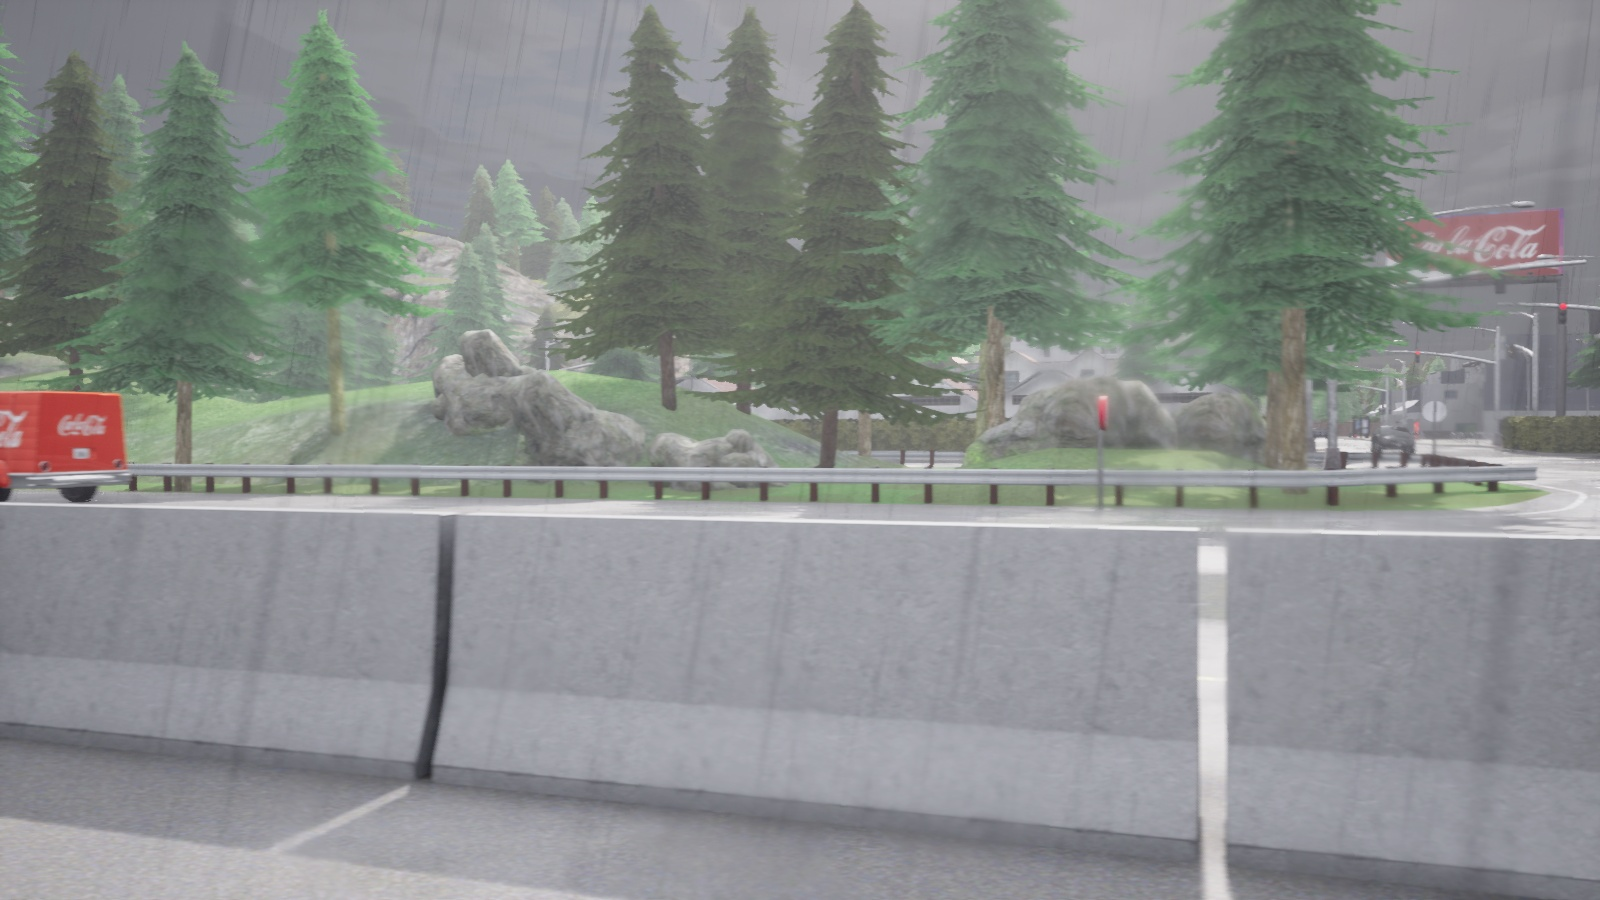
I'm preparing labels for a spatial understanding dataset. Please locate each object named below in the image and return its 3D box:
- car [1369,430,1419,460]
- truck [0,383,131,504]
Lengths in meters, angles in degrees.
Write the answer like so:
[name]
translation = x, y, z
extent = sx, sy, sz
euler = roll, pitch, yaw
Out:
[car]
translation = 31.748, -0.303, 67.272
extent = 1.837, 1.490, 4.892
euler = 1, 2, 19
[truck]
translation = -17.841, -0.171, 27.653
extent = 5.204, 2.467, 2.627
euler = 0, 1, 19
